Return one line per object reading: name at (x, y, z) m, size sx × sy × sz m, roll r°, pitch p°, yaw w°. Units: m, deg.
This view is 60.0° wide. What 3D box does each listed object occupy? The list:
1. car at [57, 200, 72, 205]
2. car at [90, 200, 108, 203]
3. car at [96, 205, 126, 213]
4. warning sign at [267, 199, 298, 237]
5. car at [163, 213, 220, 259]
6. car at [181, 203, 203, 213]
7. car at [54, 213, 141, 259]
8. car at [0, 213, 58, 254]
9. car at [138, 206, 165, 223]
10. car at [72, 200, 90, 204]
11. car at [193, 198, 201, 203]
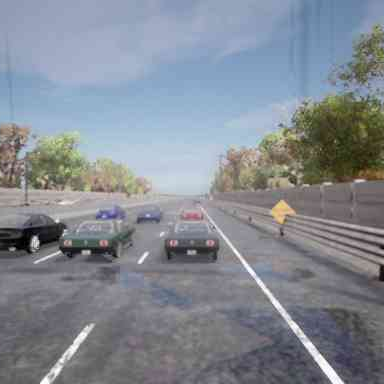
car at (-24.496, 2.260, 64.555) m, size 1.812 × 1.442 × 4.674 m, roll 0°, pitch -1°, yaw 0°
car at (-17.504, 2.243, 64.815) m, size 2.128 × 1.511 × 4.902 m, roll 0°, pitch -1°, yaw 0°
car at (-6.976, 1.837, 28.905) m, size 1.812 × 1.442 × 4.674 m, roll 0°, pitch 0°, yaw 0°
warning sign at (4.550, 1.292, 16.801) m, size 1.300 × 1.860 × 1.060 m, roll 0°, pitch -1°, yaw 0°
car at (0.016, 1.740, 13.258) m, size 1.895 × 1.301 × 4.718 m, roll 0°, pitch -1°, yaw 0°
car at (0.016, 1.905, 28.255) m, size 1.895 × 1.301 × 4.718 m, roll 0°, pitch -1°, yaw 0°
car at (-3.484, 1.740, 13.259) m, size 1.895 × 1.301 × 4.718 m, roll 0°, pitch -1°, yaw 0°
car at (-6.973, 1.627, 14.243) m, size 1.882 × 1.535 × 5.008 m, roll 0°, pitch 0°, yaw 0°
car at (-3.480, 1.872, 28.505) m, size 1.994 × 1.385 × 4.181 m, roll 0°, pitch -1°, yaw 0°
car at (-20.998, 2.252, 64.644) m, size 2.128 × 1.511 × 4.902 m, roll 0°, pitch -1°, yaw 0°
car at (1.230, 2.369, 86.764) m, size 2.097 × 1.767 × 4.553 m, roll 0°, pitch -1°, yaw 0°
